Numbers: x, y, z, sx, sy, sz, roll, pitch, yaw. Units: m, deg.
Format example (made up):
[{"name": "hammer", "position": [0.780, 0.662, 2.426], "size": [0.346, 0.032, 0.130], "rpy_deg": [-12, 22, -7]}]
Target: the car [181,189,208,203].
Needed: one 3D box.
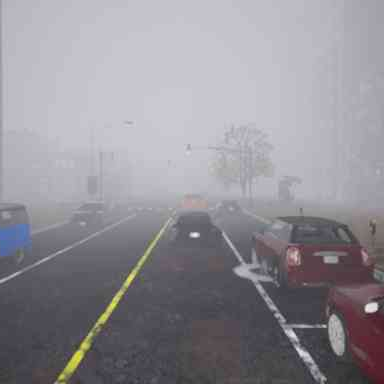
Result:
[{"name": "car", "position": [0.095, 0.855, 29.633], "size": [2.097, 1.767, 4.553], "rpy_deg": [0, 1, 0]}]

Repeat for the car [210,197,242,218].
[{"name": "car", "position": [2.689, 1.147, 25.003], "size": [1.947, 1.339, 4.313], "rpy_deg": [0, 1, 0]}]

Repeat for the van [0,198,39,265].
[{"name": "van", "position": [-5.687, 1.199, 8.382], "size": [1.690, 1.788, 3.998], "rpy_deg": [0, 1, 0]}]

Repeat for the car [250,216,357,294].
[{"name": "car", "position": [2.693, 1.298, 8.385], "size": [1.967, 1.590, 4.097], "rpy_deg": [0, 1, 0]}]

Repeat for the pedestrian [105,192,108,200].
[{"name": "pedestrian", "position": [-12.759, 0.490, 49.471], "size": [0.375, 1.300, 0.375], "rpy_deg": [0, 0, -1]}]

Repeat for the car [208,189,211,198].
[{"name": "car", "position": [2.682, 0.470, 63.196], "size": [1.752, 1.417, 4.829], "rpy_deg": [0, 1, 0]}]

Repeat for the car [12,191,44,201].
[{"name": "car", "position": [-22.822, 0.563, 46.392], "size": [4.206, 1.307, 1.802], "rpy_deg": [1, 0, -1]}]

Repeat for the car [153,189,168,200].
[{"name": "car", "position": [-5.697, 0.622, 57.473], "size": [1.802, 1.307, 4.206], "rpy_deg": [0, 1, 0]}]

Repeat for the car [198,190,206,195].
[{"name": "car", "position": [2.678, 0.053, 90.778], "size": [1.947, 1.339, 4.313], "rpy_deg": [0, 1, 0]}]

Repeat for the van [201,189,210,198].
[{"name": "van", "position": [2.682, 0.196, 68.573], "size": [1.690, 1.788, 3.998], "rpy_deg": [0, 1, 0]}]

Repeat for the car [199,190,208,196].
[{"name": "car", "position": [2.679, 0.222, 79.677], "size": [2.008, 1.369, 4.403], "rpy_deg": [0, 1, 0]}]

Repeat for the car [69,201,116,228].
[{"name": "car", "position": [-5.690, 1.239, 19.462], "size": [1.947, 1.339, 4.313], "rpy_deg": [0, 1, 0]}]

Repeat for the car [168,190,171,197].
[{"name": "car", "position": [-5.697, 0.263, 63.018], "size": [2.192, 1.841, 5.009], "rpy_deg": [0, 1, 0]}]

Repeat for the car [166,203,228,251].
[{"name": "car", "position": [0.096, 1.346, 12.919], "size": [1.994, 1.385, 4.181], "rpy_deg": [0, 1, 0]}]

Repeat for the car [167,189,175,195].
[{"name": "car", "position": [-5.703, 0.015, 90.604], "size": [1.752, 1.417, 4.829], "rpy_deg": [0, 1, 0]}]

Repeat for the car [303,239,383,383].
[{"name": "car", "position": [2.693, 1.495, 2.848], "size": [1.887, 1.381, 4.507], "rpy_deg": [0, 1, 0]}]

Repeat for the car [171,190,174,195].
[{"name": "car", "position": [-5.700, 0.314, 74.123], "size": [2.008, 1.369, 4.403], "rpy_deg": [0, 1, 0]}]

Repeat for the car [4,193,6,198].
[{"name": "car", "position": [-28.368, 0.354, 46.312], "size": [4.097, 1.590, 1.967], "rpy_deg": [1, 0, -1]}]
